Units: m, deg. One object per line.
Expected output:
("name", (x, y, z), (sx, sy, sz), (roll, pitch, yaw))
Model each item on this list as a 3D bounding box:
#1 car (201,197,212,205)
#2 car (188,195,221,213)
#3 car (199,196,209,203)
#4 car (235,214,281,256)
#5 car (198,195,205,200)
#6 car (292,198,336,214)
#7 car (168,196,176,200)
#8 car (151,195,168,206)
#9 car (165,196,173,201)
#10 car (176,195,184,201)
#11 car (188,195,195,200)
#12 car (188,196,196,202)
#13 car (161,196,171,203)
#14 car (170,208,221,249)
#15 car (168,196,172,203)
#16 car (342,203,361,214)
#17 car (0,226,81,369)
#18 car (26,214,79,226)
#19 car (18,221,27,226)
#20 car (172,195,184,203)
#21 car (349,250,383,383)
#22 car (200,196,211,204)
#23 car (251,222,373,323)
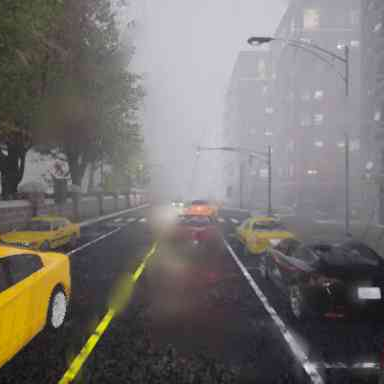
("car", (2.680, 1.586, 62.026), (1.752, 1.417, 4.829), (0, 0, 0))
("car", (1.067, 1.372, 27.951), (2.097, 1.767, 4.553), (0, 0, 13))
("car", (2.679, 1.628, 72.926), (2.008, 1.369, 4.403), (0, 0, 0))
("car", (2.687, 1.533, 12.925), (1.752, 1.417, 4.829), (0, 0, 0))
("car", (2.676, 1.660, 95.067), (1.887, 1.381, 4.507), (0, 0, 0))
("car", (14.611, 1.621, 39.748), (5.009, 1.841, 2.192), (1, -1, 0))
("car", (-5.704, 1.697, 95.065), (1.802, 1.307, 4.206), (0, 0, 0))
("car", (-5.701, 1.367, 56.319), (2.192, 1.841, 5.009), (0, 0, 0))
("car", (-5.703, 1.678, 83.994), (1.802, 1.307, 4.206), (0, 0, 0))
("car", (-3.008, 1.465, 85.118), (2.033, 1.411, 5.357), (0, 0, 0))
("car", (-0.010, 1.500, 92.057), (1.882, 1.535, 5.008), (0, 0, 0))
("car", (-0.008, 1.682, 82.083), (1.895, 1.301, 4.718), (0, 0, 0))
("car", (-5.702, 1.622, 72.925), (1.887, 1.381, 4.507), (0, 0, 0))
("car", (0.100, 1.610, 14.511), (1.895, 1.301, 4.718), (0, 0, 0))
("car", (-5.702, 1.509, 67.389), (1.967, 1.590, 4.097), (0, 0, 0))
("car", (20.301, 1.953, 39.764), (4.507, 1.381, 1.887), (1, -1, 0))
("car", (-3.097, 1.480, 3.974), (1.882, 1.535, 5.008), (0, 0, 0))
("car", (-5.693, 1.533, 12.583), (1.752, 1.417, 4.829), (0, 0, 0))
("car", (-5.692, 1.554, 7.122), (2.008, 1.369, 4.403), (0, 0, 0))
("car", (-3.009, 1.666, 68.684), (1.895, 1.301, 4.718), (0, 0, 0))
("car", (2.688, 1.441, 1.493), (1.967, 1.590, 4.097), (0, 0, 0))
("car", (2.679, 1.613, 67.391), (1.887, 1.381, 4.507), (0, 0, 0))
("car", (2.689, 1.570, 7.124), (1.947, 1.339, 4.313), (0, 0, 0))
